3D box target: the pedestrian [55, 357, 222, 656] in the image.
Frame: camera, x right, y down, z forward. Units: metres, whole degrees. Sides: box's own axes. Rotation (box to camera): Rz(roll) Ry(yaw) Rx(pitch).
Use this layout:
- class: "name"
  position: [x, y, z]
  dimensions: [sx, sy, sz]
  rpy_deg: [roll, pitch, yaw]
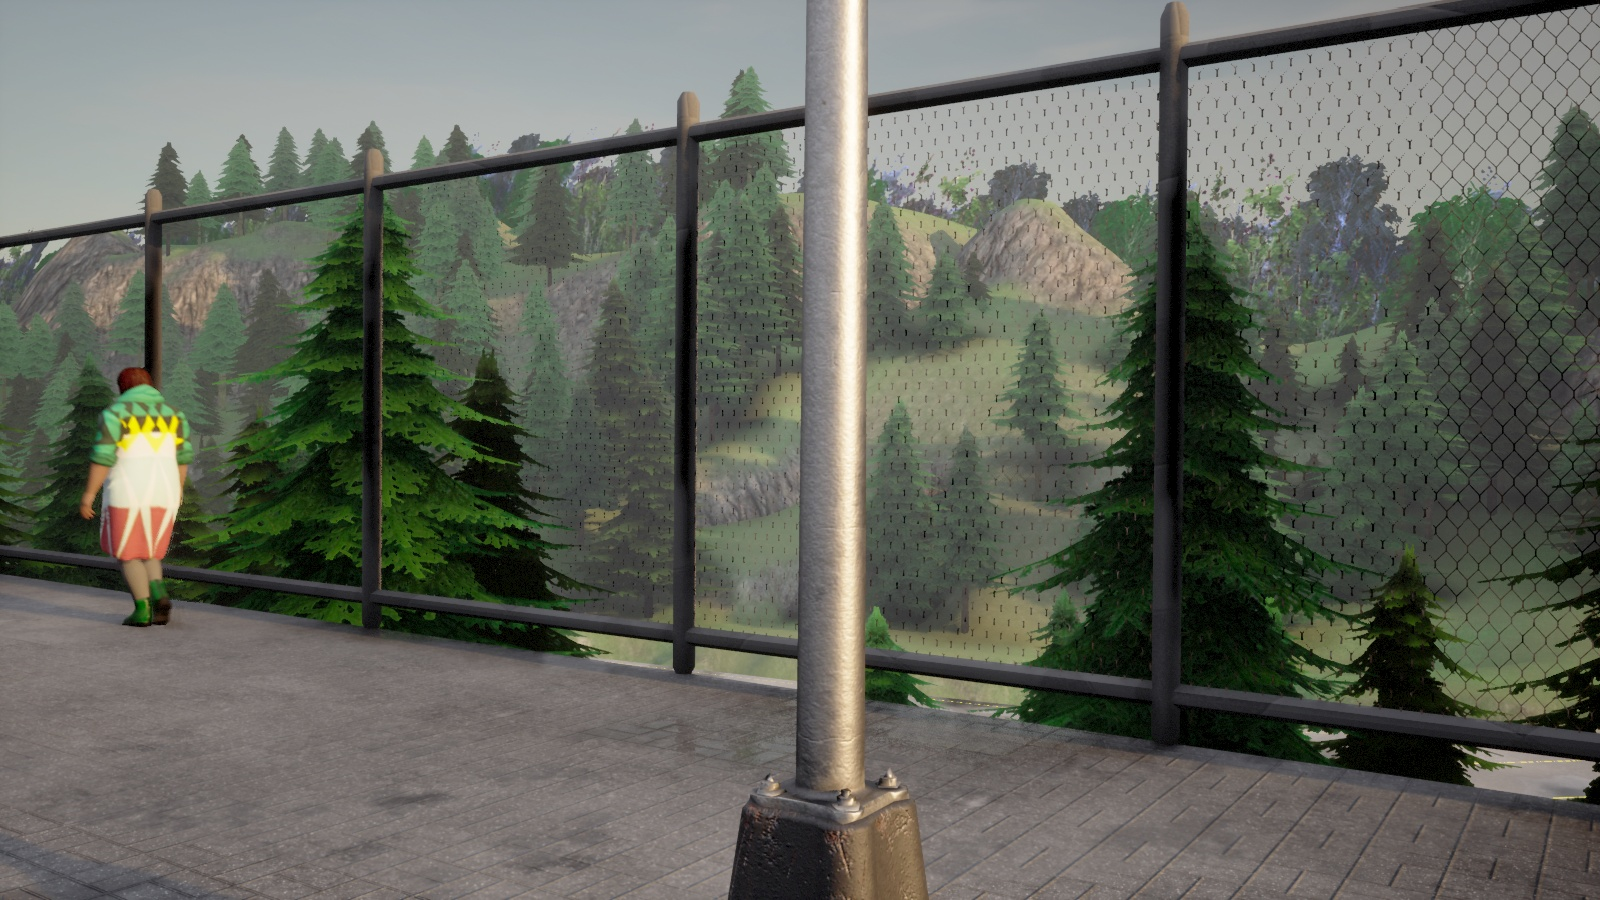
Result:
- class: "pedestrian"
  position: [-4.585, 0.364, 8.711]
  dimensions: [0.873, 1.952, 0.659]
  rpy_deg: [0, 1, 34]
